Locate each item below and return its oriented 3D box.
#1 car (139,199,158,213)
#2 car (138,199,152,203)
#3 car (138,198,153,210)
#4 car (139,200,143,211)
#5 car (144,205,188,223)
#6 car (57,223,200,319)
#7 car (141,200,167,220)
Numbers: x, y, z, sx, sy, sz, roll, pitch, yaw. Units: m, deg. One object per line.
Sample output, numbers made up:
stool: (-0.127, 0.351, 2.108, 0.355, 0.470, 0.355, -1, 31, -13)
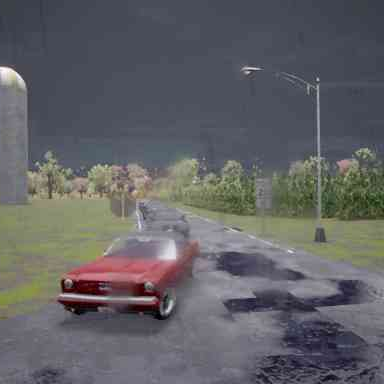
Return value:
car: (-5.608, 1.682, 42.084, 2.128, 1.511, 4.902, -1, 0, -10)
car: (-4.455, 1.709, 35.732, 2.033, 1.411, 5.357, -1, 0, -10)
car: (-6.734, 1.695, 48.170, 1.882, 1.535, 5.008, -1, 0, -11)
car: (-3.418, 1.700, 29.866, 1.994, 1.385, 4.181, -1, 0, -10)
car: (-1.353, 1.649, 17.798, 1.994, 1.385, 4.181, -1, 0, -10)
car: (-1.062, 1.658, 7.707, 1.895, 1.301, 4.718, 0, 0, 10)
car: (-2.306, 1.600, 23.444, 2.128, 1.511, 4.902, -1, 0, -10)
